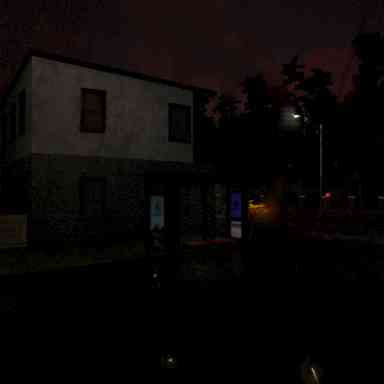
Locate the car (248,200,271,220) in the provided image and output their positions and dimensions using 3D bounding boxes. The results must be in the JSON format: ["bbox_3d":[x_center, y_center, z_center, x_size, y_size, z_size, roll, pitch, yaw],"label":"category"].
[{"bbox_3d":[4.534,1.477,28.786,1.882,1.535,5.008,0,0,-35],"label":"car"}]
